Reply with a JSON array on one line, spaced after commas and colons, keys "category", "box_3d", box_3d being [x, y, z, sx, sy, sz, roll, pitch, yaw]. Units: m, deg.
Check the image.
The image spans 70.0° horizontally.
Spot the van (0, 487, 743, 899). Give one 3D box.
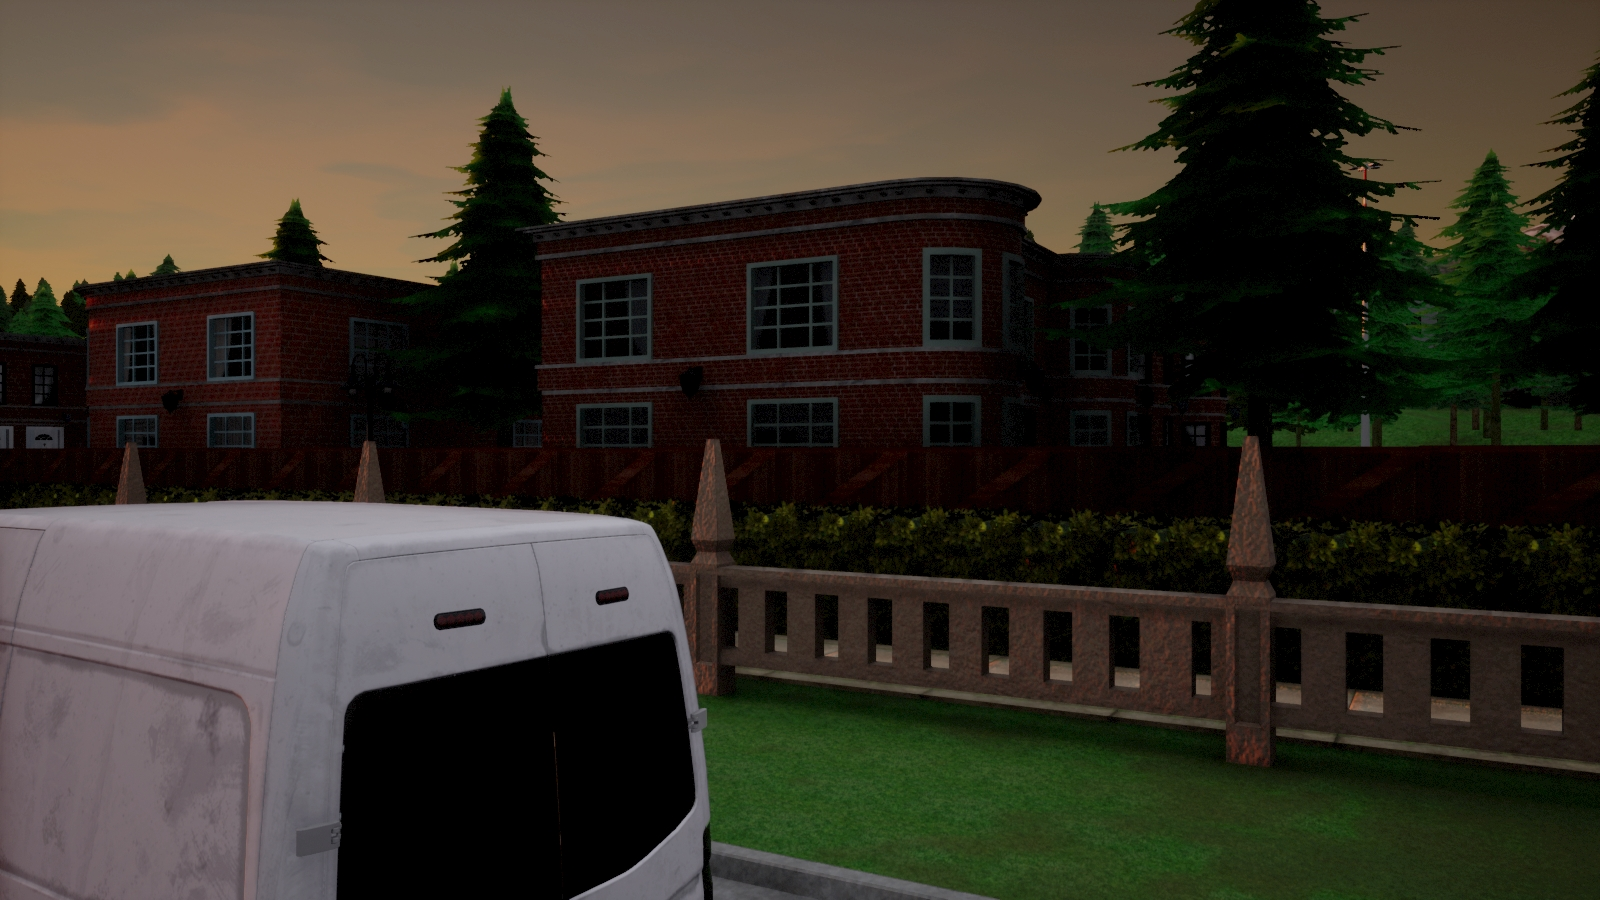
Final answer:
[{"category": "van", "box_3d": [-3.240, 1.534, 5.467, 5.915, 2.561, 1.988, 0, 0, 34]}]

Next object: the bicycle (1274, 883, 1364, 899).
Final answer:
[{"category": "bicycle", "box_3d": [2.136, 2.058, 2.834, 1.835, 1.471, 0.329, 2, 1, 30]}]
